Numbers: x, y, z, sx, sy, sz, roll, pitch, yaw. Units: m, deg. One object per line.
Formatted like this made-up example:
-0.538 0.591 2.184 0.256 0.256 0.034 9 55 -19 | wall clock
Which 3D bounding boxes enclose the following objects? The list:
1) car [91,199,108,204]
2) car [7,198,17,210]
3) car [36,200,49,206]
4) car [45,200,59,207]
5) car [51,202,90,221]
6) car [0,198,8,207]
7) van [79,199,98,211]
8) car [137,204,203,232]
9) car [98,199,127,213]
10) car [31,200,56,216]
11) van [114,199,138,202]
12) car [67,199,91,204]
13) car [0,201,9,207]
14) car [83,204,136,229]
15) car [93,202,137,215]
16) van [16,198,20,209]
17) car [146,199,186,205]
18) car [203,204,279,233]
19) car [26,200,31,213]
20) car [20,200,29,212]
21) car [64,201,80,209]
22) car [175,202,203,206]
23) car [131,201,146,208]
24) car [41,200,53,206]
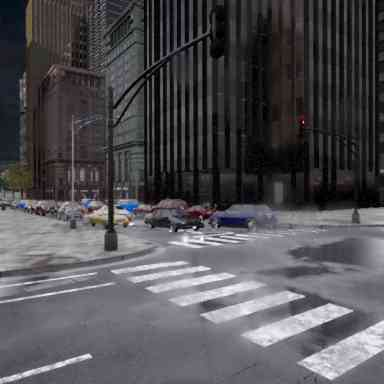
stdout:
-12.364 1.902 43.314 2.097 1.767 4.553 0 -1 -35 | car
-31.809 2.353 60.597 1.967 1.590 4.097 -1 0 -35 | car
-37.590 2.709 83.505 2.008 1.369 4.403 -1 0 -35 | car
-31.574 2.594 75.015 1.947 1.339 4.313 -1 0 -35 | car
-11.930 2.004 32.546 2.008 1.369 4.403 -1 0 -35 | car
-41.134 2.666 73.761 1.887 1.381 4.507 -1 0 -35 | car
-16.940 2.037 54.419 1.690 1.788 3.998 -1 0 -35 | van
-1.366 1.791 22.203 2.033 1.411 5.357 0 -1 -35 | car
-11.067 1.875 46.111 2.192 1.841 5.009 -1 0 -35 | car
-17.585 1.900 40.519 2.192 1.841 5.009 -1 0 -35 | car
-8.131 1.832 41.957 1.690 1.788 3.998 -1 0 -35 | van
-14.458 1.904 40.759 2.097 1.767 4.553 0 -1 -35 | car
-44.242 2.770 78.148 1.802 1.307 4.206 -1 0 -35 | car
-6.183 1.843 24.435 1.752 1.417 4.829 -1 0 -35 | car
-7.154 1.906 30.427 1.812 1.442 4.674 0 -1 -35 | car
-26.058 2.122 52.479 1.690 1.788 3.998 -1 0 -35 | van
-2.258 1.668 33.649 2.192 1.841 5.009 -1 0 -35 | car
3.210 1.533 21.421 2.097 1.767 4.553 0 -1 -42 | car
-20.405 2.195 44.506 1.887 1.381 4.507 -1 0 -35 | car
-23.231 2.156 48.492 1.967 1.590 4.097 -1 0 -35 | car
-22.551 2.406 62.282 1.802 1.307 4.206 -1 0 -35 | car
0.683 1.828 29.495 1.887 1.381 4.507 -1 0 -35 | car
-5.189 2.004 37.803 1.802 1.307 4.206 -1 0 -35 | car
-34.583 2.659 79.261 1.947 1.339 4.313 -1 0 -35 | car
